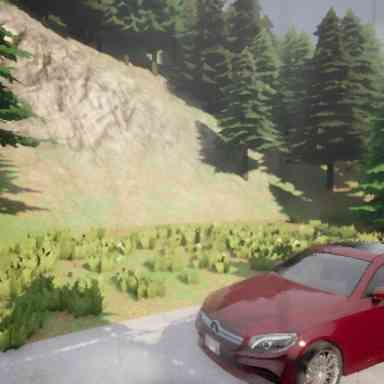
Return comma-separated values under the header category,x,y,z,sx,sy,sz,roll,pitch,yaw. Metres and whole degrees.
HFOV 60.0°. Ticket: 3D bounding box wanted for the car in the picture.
category,x,y,z,sx,sy,sz,roll,pitch,yaw
car,2.321,1.518,4.927,4.674,1.442,1.812,0,0,-27
